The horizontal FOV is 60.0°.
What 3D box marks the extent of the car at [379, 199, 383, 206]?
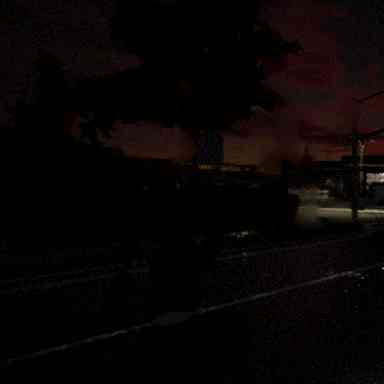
[{"bbox_3d":[30.853,1.293,50.202,2.242,1.667,4.611,0,0,-35],"label":"car"}]
